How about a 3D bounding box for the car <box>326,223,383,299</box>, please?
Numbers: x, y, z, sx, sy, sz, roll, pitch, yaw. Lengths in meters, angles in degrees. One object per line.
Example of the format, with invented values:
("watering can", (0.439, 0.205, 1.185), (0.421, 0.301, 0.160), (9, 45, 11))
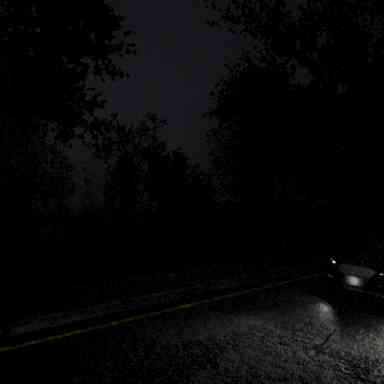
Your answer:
("car", (5.194, 1.492, 7.994), (4.902, 1.511, 2.128), (0, 0, -35))
